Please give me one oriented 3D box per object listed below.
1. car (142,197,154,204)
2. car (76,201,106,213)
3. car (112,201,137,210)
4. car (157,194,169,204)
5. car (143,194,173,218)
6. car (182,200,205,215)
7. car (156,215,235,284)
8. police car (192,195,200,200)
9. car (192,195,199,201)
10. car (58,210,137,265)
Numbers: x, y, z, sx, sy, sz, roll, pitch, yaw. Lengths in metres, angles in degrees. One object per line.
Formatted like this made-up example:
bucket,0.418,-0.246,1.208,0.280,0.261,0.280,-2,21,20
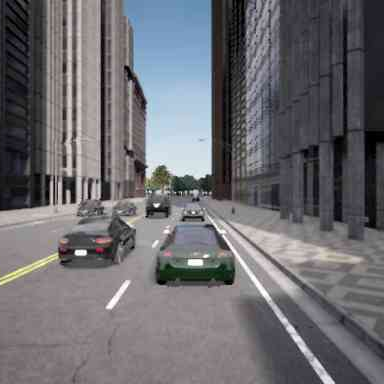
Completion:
car,-9.735,1.820,73.807,2.033,1.411,5.357,0,0,0
car,-9.839,1.638,32.644,1.837,1.490,4.892,0,0,0
car,-6.590,1.638,32.647,1.837,1.490,4.892,0,0,0
car,-6.485,1.505,73.778,2.150,2.045,5.566,0,0,0
car,-3.144,1.352,32.192,2.150,2.045,5.566,0,0,0
car,0.102,1.661,28.214,2.033,1.411,5.357,0,0,0
car,0.087,1.603,9.702,1.994,1.385,4.181,0,0,0
police car,0.991,1.746,83.024,1.930,1.638,5.238,0,0,0
car,0.993,1.706,92.885,2.097,1.767,4.553,0,0,0
car,-3.156,1.572,11.776,1.812,1.442,4.674,0,0,0
